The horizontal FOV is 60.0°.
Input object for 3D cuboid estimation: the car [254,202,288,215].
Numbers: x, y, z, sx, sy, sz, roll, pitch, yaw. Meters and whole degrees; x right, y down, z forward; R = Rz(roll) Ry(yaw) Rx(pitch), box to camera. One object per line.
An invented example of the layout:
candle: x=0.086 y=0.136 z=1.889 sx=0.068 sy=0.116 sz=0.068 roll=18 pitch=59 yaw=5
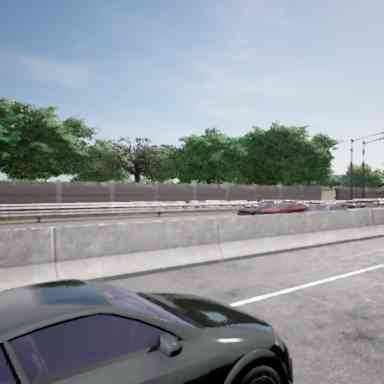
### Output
car: x=7.580 y=1.507 z=26.594 sx=5.008 sy=1.535 sz=1.882 roll=0 pitch=0 yaw=-35

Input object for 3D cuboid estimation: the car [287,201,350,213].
car: x=9.493 y=1.577 z=23.653 sx=5.357 sy=1.411 sz=2.033 roll=0 pitch=0 yaw=-36

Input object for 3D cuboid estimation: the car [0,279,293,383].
car: x=-0.998 y=1.563 z=3.034 sx=4.181 sy=1.385 sz=1.994 roll=0 pitch=0 yaw=-35

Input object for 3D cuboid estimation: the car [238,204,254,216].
car: x=6.652 y=1.583 z=30.231 sx=5.357 sy=1.411 sz=2.033 roll=0 pitch=0 yaw=-35
